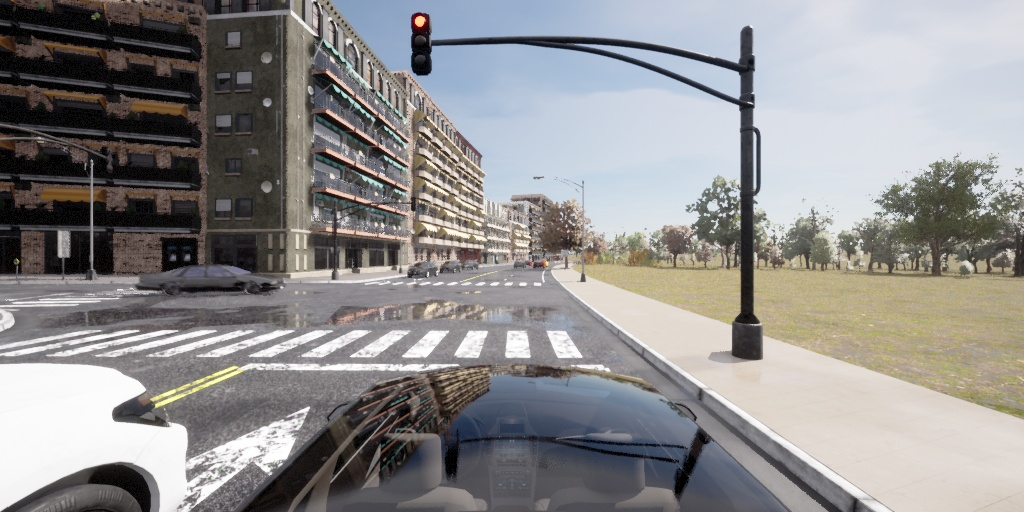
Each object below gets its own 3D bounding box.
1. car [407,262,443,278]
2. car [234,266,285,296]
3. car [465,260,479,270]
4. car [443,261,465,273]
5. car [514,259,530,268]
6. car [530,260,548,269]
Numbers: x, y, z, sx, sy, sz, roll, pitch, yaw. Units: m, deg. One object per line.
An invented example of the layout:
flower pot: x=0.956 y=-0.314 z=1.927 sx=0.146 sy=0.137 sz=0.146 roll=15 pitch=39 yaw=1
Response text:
car: x=-8.497 y=1.313 z=34.524 sx=1.837 sy=1.490 sz=4.892 roll=0 pitch=0 yaw=5
car: x=-13.976 y=1.120 z=16.972 sx=5.357 sy=1.411 sz=2.033 roll=1 pitch=0 yaw=-19
car: x=-6.396 y=1.378 z=54.942 sx=2.128 sy=1.511 sz=4.902 roll=0 pitch=0 yaw=7
car: x=-7.584 y=1.351 z=44.622 sx=1.837 sy=1.490 sz=4.892 roll=0 pitch=0 yaw=6
car: x=1.445 y=1.425 z=63.823 sx=2.128 sy=1.511 sz=4.902 roll=0 pitch=0 yaw=9
car: x=4.878 y=1.414 z=63.852 sx=1.882 sy=1.535 sz=5.008 roll=0 pitch=0 yaw=9
